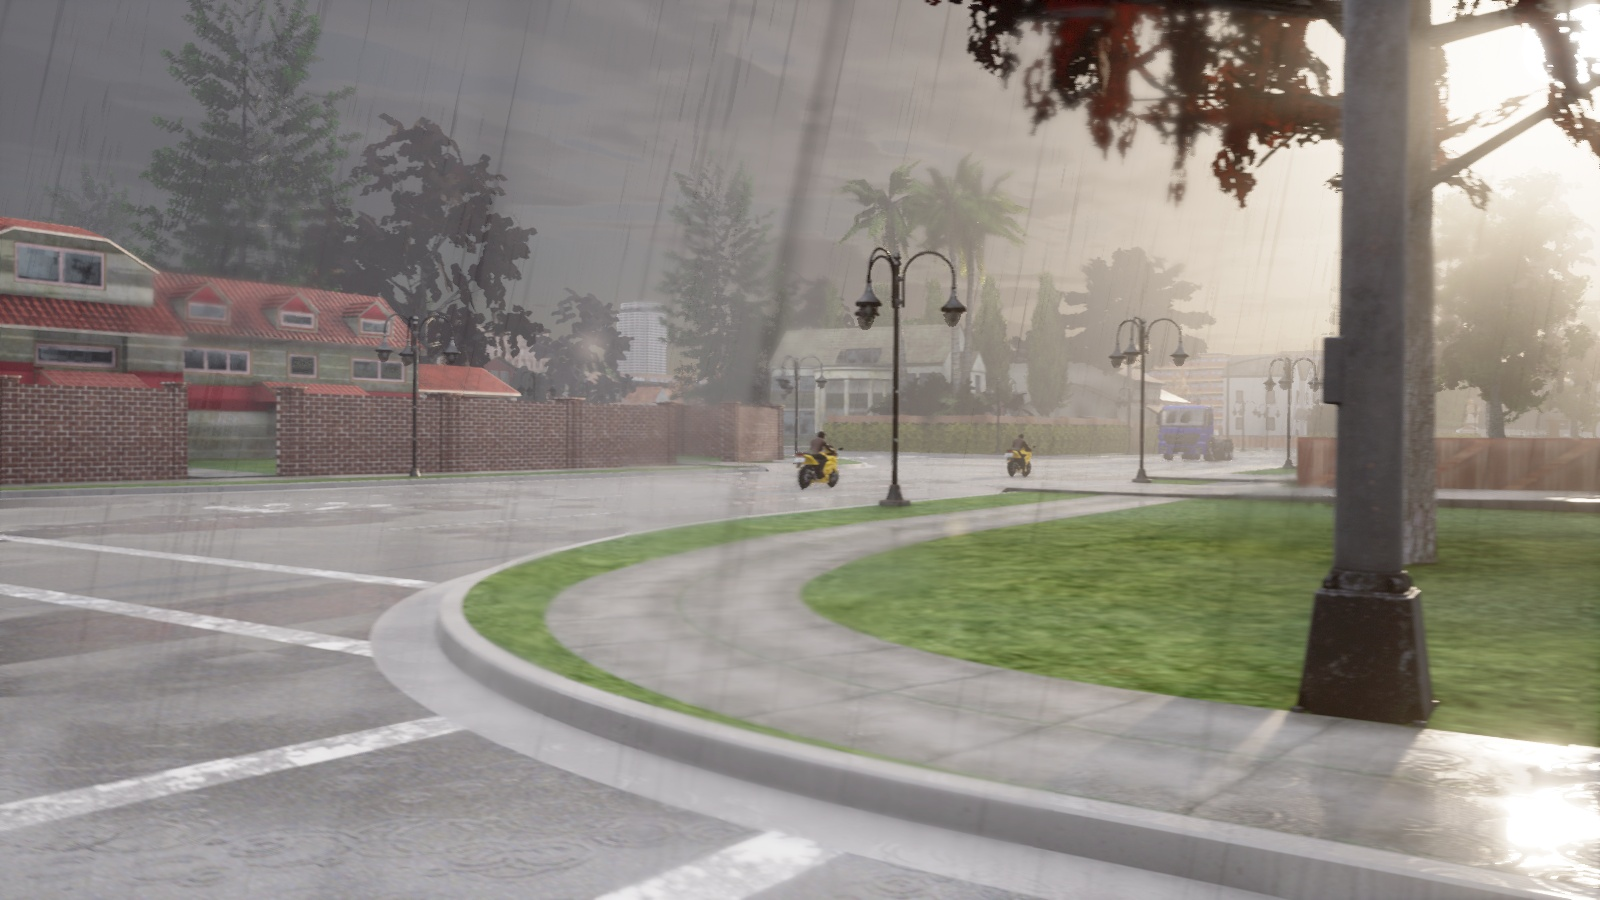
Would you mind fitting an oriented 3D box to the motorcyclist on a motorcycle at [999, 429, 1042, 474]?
[{"bbox_3d":[7.811,0.037,44.410,0.797,1.523,2.044,0,1,32],"label":"motorcyclist on a motorcycle"}]

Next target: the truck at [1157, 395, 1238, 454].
[{"bbox_3d":[24.801,-1.540,78.142,2.891,3.462,7.936,0,1,32],"label":"truck"}]

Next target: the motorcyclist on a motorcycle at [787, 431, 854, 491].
[{"bbox_3d":[0.554,0.261,32.820,0.797,1.523,2.044,0,1,32],"label":"motorcyclist on a motorcycle"}]
